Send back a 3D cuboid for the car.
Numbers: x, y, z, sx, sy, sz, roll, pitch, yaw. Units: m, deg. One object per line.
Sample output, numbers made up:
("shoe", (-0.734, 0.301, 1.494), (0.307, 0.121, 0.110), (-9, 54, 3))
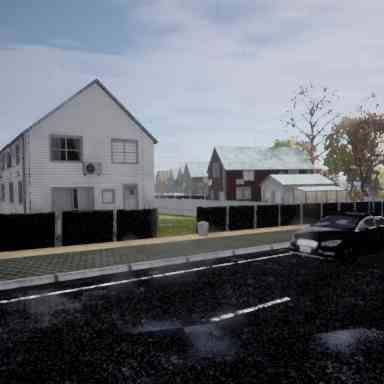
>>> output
("car", (5.451, 1.489, 11.528), (4.902, 1.511, 2.128), (0, 0, -35))
